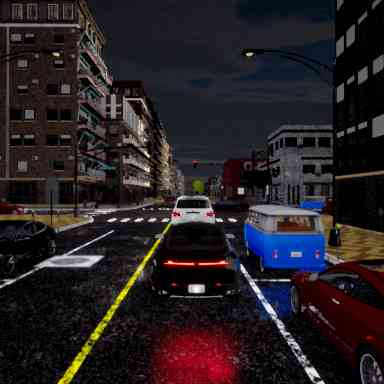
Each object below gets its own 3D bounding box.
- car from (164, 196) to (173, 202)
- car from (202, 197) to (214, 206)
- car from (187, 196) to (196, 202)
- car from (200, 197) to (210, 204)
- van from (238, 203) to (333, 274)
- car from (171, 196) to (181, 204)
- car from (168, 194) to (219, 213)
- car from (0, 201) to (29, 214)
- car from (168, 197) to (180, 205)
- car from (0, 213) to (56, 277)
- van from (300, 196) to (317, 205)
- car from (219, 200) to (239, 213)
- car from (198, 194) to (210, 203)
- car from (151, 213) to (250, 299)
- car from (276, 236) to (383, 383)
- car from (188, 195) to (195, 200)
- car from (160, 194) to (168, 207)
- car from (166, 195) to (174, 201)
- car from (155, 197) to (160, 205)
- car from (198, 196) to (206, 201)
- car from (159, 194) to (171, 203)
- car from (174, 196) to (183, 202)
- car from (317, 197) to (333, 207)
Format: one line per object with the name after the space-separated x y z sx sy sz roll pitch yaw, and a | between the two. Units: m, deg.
-5.861 1.631 82.730 2.008 1.369 4.403 0 0 0 | car
2.578 1.562 55.222 1.752 1.417 4.829 0 0 0 | car
-0.170 1.618 81.435 2.033 1.411 5.357 0 0 0 | car
2.555 1.633 66.130 1.802 1.307 4.206 0 0 0 | car
2.639 1.342 10.265 1.690 1.788 3.998 0 0 0 | van
-3.156 1.580 68.119 1.812 1.442 4.674 0 0 0 | car
0.051 1.225 18.448 2.150 2.045 5.566 0 0 0 | car
-17.531 1.535 31.034 4.206 1.307 1.802 0 0 0 | car
-3.199 1.642 59.063 1.895 1.301 4.718 0 0 0 | car
-5.709 1.567 10.273 1.947 1.339 4.313 0 0 0 | car
14.817 1.426 39.562 3.998 1.788 1.690 0 0 0 | van
3.692 1.585 36.920 5.357 1.411 2.033 0 0 0 | car
2.544 1.375 71.670 2.192 1.841 5.009 0 0 0 | car
0.080 1.506 8.447 1.837 1.490 4.892 0 0 0 | car
2.651 1.582 4.576 1.802 1.307 4.206 0 0 0 | car
-0.191 1.584 91.885 1.895 1.301 4.718 0 0 0 | car
-3.204 1.382 50.120 2.097 1.767 4.553 0 0 0 | car
-5.872 1.617 88.099 1.752 1.417 4.829 0 0 0 | car
-5.814 1.569 60.402 1.752 1.417 4.829 0 0 0 | car
2.508 1.643 88.287 2.008 1.369 4.403 0 0 0 | car
-5.836 1.375 71.652 2.192 1.841 5.009 0 0 0 | car
-3.164 1.624 78.135 1.994 1.385 4.181 0 0 0 | car
14.857 1.359 31.182 5.009 1.841 2.192 0 0 0 | car
